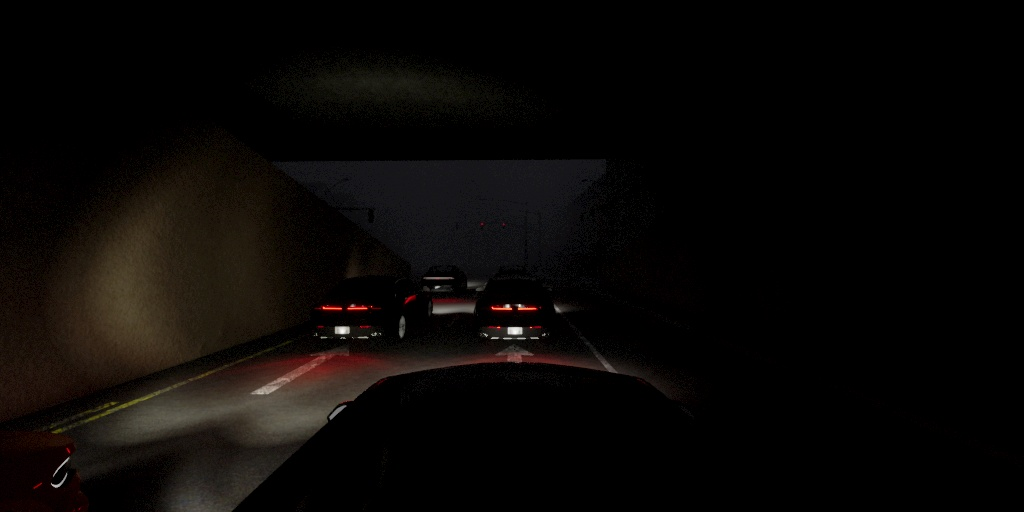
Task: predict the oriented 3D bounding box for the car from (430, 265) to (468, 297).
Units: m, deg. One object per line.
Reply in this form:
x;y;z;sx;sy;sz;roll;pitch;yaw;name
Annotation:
-3.484;1.242;18.994;2.128;1.511;4.902;0;0;-1;car

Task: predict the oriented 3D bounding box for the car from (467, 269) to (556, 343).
0.053;1.255;9.620;1.837;1.490;4.892;0;0;0;car

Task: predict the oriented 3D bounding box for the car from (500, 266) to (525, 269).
0.012;1.255;19.030;1.837;1.490;4.892;0;0;0;car

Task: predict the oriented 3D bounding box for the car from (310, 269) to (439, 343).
-3.448;1.255;9.677;1.837;1.490;4.892;0;0;0;car
